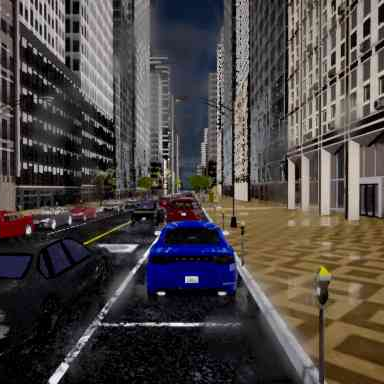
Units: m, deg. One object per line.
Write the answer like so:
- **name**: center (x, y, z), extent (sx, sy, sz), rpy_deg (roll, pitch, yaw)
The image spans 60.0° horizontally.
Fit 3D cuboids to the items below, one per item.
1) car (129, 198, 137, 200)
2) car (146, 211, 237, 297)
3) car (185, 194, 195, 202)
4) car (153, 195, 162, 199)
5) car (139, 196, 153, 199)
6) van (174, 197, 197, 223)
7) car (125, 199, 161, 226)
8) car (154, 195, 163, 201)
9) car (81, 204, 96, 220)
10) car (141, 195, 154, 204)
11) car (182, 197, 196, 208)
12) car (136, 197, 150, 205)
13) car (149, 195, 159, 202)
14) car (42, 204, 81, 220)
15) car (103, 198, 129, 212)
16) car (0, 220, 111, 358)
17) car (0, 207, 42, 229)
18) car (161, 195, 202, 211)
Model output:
- **car**: center (-8.843, 1.541, 49.090), extent (2.008, 1.369, 4.403), rpy_deg (-1, 0, 0)
- **car**: center (-0.006, 1.476, 8.652), extent (1.882, 1.535, 5.008), rpy_deg (0, 0, 0)
- **car**: center (-0.465, 1.298, 77.509), extent (2.192, 1.841, 5.009), rpy_deg (-1, 0, 0)
- **car**: center (-3.146, 1.344, 40.782), extent (2.097, 1.767, 4.553), rpy_deg (0, 0, 0)
- **car**: center (-6.146, 1.606, 47.248), extent (2.033, 1.411, 5.357), rpy_deg (0, 0, 0)
- **van**: center (-0.465, 1.336, 26.356), extent (1.690, 1.788, 3.998), rpy_deg (-1, 0, 0)
- **car**: center (-3.045, 1.487, 23.558), extent (2.128, 1.511, 4.902), rpy_deg (0, 0, 0)
- **car**: center (-8.844, 1.545, 88.876), extent (1.947, 1.339, 4.313), rpy_deg (-1, 0, 0)
- **car**: center (-8.843, 1.577, 26.356), extent (1.802, 1.307, 4.206), rpy_deg (-1, 0, 0)
- **car**: center (-8.845, 1.426, 66.141), extent (1.967, 1.590, 4.097), rpy_deg (-1, 0, 0)
- **car**: center (-0.463, 1.541, 49.090), extent (2.008, 1.369, 4.403), rpy_deg (-1, 0, 0)
- **car**: center (-8.843, 1.570, 60.458), extent (1.802, 1.307, 4.206), rpy_deg (-1, 0, 0)
- **car**: center (-8.844, 1.509, 77.339), extent (1.752, 1.417, 4.829), rpy_deg (-1, 0, 0)
- **car**: center (-8.844, 1.547, 20.672), extent (2.008, 1.369, 4.403), rpy_deg (-1, 0, 0)
- **car**: center (-8.844, 1.544, 37.723), extent (2.008, 1.369, 4.403), rpy_deg (-1, 0, 0)
- **car**: center (-3.045, 1.546, 6.366), extent (2.033, 1.411, 5.357), rpy_deg (0, 0, 0)
- **car**: center (-8.843, 1.542, 14.989), extent (1.887, 1.381, 4.507), rpy_deg (-1, 0, 0)
- **car**: center (-0.465, 1.311, 20.672), extent (2.192, 1.841, 5.009), rpy_deg (-1, 0, 0)
